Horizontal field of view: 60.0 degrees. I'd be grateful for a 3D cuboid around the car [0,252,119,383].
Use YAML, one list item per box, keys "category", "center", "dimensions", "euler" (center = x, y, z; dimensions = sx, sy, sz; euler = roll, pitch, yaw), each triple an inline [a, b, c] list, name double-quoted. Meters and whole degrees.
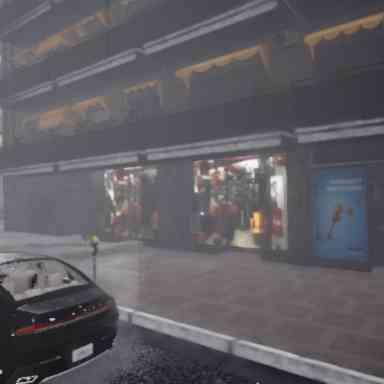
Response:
- category: "car"
  center: [-3.010, 1.599, 5.040]
  dimensions: [4.403, 1.369, 2.008]
  euler: [-1, -1, 36]
